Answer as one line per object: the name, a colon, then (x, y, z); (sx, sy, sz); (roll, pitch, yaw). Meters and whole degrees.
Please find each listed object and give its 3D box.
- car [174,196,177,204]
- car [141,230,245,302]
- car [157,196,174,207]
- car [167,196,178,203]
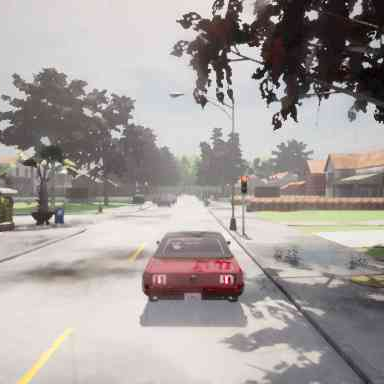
car: (-4.175, 1.564, 60.817); (1.994, 1.385, 4.181); (0, 0, 0)
car: (0.037, 1.601, 8.202); (1.895, 1.301, 4.718); (0, 0, 0)
car: (-4.187, 1.601, 50.826); (1.895, 1.301, 4.718); (0, 0, 0)
car: (-4.127, 1.540, 71.179); (2.033, 1.411, 5.357); (0, 0, 0)
